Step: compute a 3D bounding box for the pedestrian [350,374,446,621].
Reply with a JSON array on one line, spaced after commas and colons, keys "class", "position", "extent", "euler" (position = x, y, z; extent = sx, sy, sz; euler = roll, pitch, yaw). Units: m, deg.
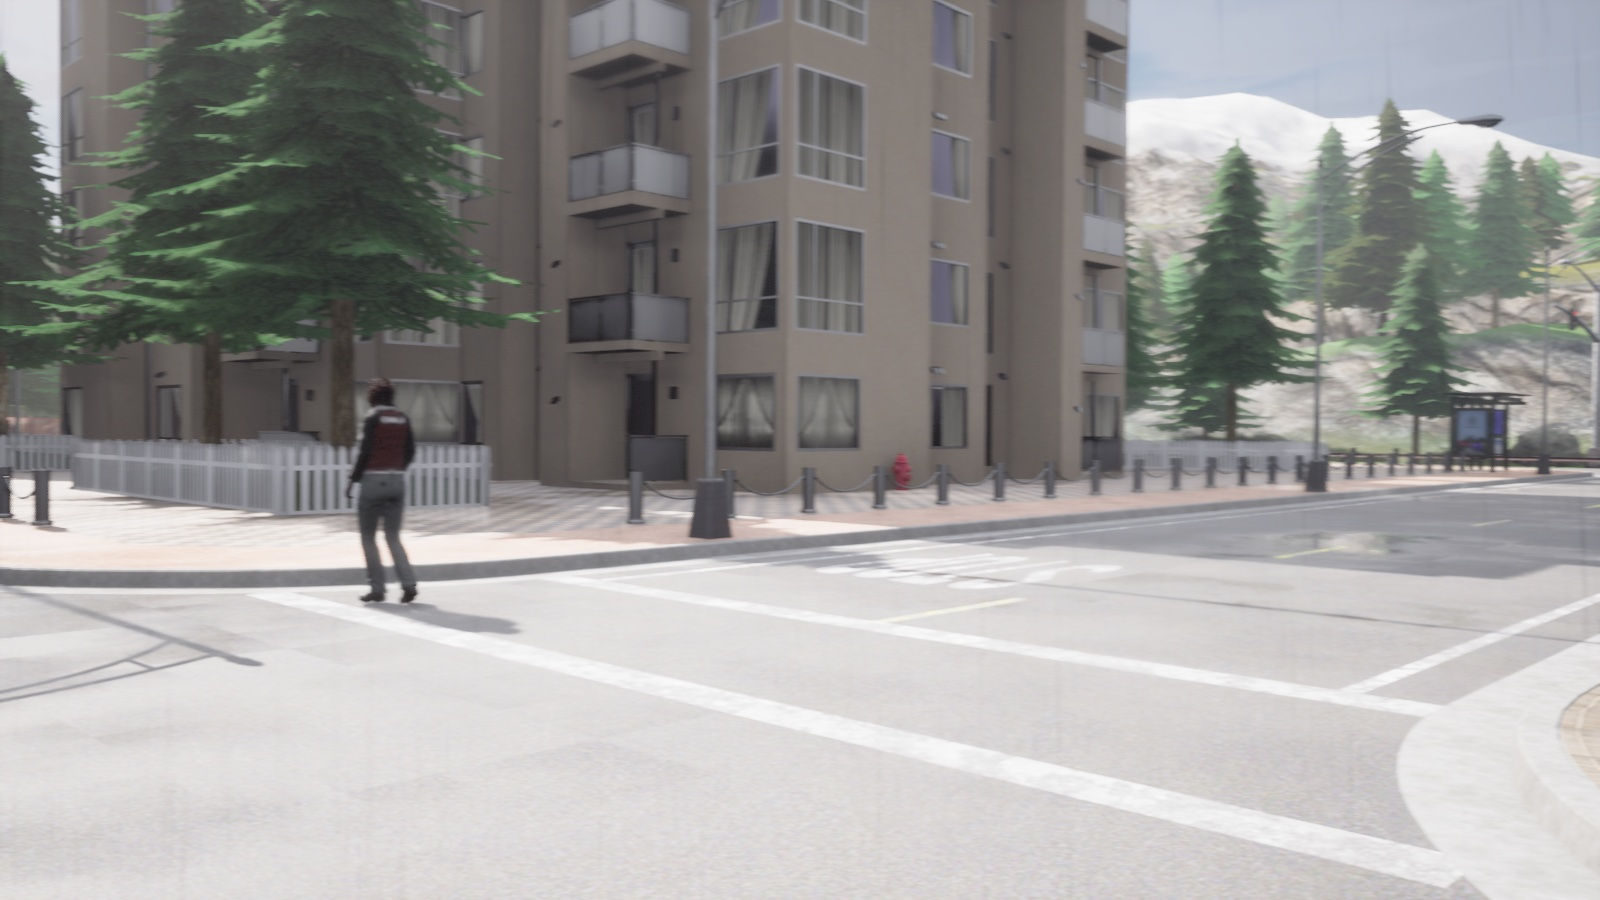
[{"class": "pedestrian", "position": [-3.257, 0.370, 10.165], "extent": [0.666, 1.930, 0.402], "euler": [0, 1, 37]}]
